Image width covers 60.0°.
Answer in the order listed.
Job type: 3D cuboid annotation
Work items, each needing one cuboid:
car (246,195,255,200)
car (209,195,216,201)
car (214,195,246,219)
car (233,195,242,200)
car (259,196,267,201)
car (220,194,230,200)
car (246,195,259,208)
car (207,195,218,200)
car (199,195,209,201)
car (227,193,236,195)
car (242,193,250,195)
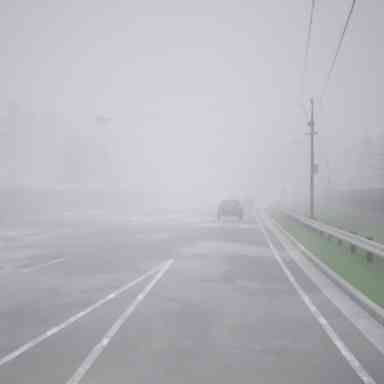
[{"bbox_3d":[16.030,1.474,91.177,2.128,1.511,4.902,0,0,15],"label":"car"},{"bbox_3d":[6.506,1.590,82.998,2.128,1.511,4.902,0,0,15],"label":"car"},{"bbox_3d":[3.477,1.384,29.442,2.097,1.767,4.553,0,0,10],"label":"car"},{"bbox_3d":[12.656,1.460,92.109,1.812,1.442,4.674,0,0,15],"label":"car"},{"bbox_3d":[17.959,1.672,85.020,1.994,1.385,4.181,0,0,15],"label":"car"},{"bbox_3d":[9.283,1.448,93.042,2.128,1.511,4.902,0,0,15],"label":"car"},{"bbox_3d":[8.529,1.610,50.507,2.033,1.411,5.357,0,0,15],"label":"car"},{"bbox_3d":[5.909,1.450,93.974,2.033,1.411,5.357,0,0,15],"label":"car"},{"bbox_3d":[3.133,1.530,83.930,1.882,1.535,5.008,0,0,15],"label":"car"},{"bbox_3d":[9.889,1.303,82.095,2.150,2.045,5.566,0,0,15],"label":"car"},{"bbox_3d":[13.263,1.316,81.163,2.150,2.045,5.566,0,0,15],"label":"car"}]
